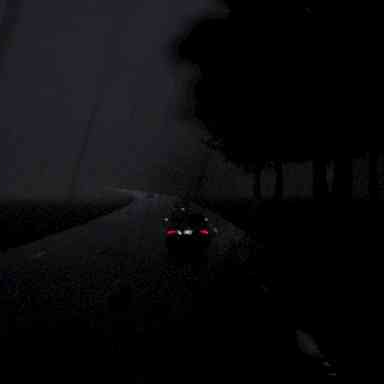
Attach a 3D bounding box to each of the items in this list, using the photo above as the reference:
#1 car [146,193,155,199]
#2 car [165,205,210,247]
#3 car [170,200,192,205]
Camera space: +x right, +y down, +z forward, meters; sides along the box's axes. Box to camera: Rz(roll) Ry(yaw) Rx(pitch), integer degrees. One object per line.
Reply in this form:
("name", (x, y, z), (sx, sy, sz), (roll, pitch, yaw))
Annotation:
("car", (-9.460, 0.874, 75.378), (1.994, 1.385, 4.181), (0, 1, -9))
("car", (-0.234, 1.521, 14.749), (2.033, 1.411, 5.357), (0, 0, -2))
("car", (-0.932, 1.412, 29.784), (2.033, 1.411, 5.357), (0, 0, -4))
